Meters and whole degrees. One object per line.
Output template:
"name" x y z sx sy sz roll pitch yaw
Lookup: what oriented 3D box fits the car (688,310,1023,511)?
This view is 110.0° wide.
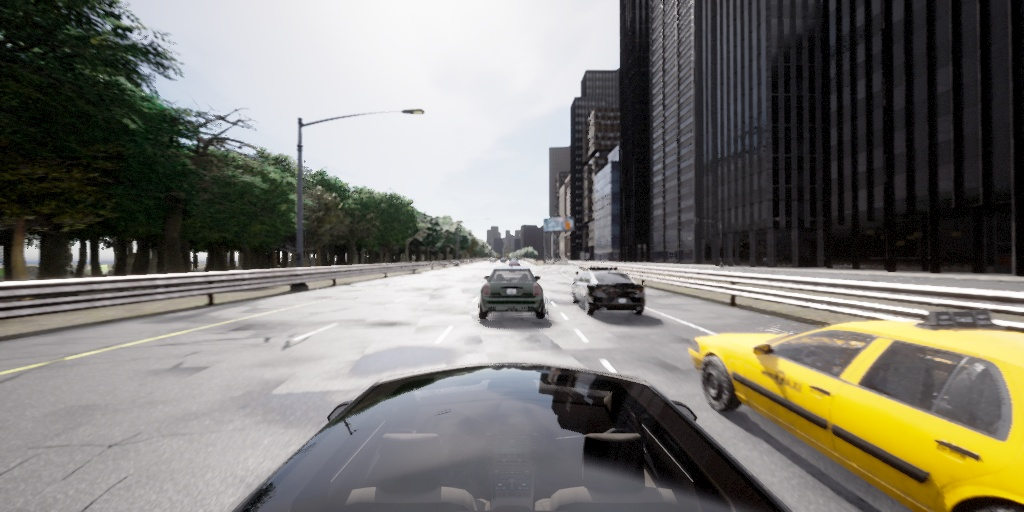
"car" 3.501 1.212 3.107 1.801 1.575 5.366 0 0 0

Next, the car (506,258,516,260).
"car" 0.331 1.516 58.001 1.994 1.385 4.181 0 0 0

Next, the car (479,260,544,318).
"car" 0.003 1.143 13.357 2.097 1.767 4.553 0 0 0

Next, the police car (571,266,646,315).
"police car" 3.520 1.220 13.999 1.930 1.638 5.238 0 0 0
